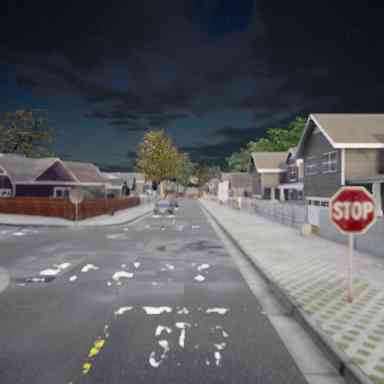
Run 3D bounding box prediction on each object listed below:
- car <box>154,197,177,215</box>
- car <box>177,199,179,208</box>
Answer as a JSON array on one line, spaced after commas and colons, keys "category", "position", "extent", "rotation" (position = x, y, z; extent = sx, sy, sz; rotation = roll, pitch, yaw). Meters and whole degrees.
[{"category": "car", "position": [-2.888, 1.570, 34.734], "extent": [1.812, 1.442, 4.674], "rotation": [0, 0, 0]}, {"category": "car", "position": [-2.899, 1.590, 49.257], "extent": [1.837, 1.490, 4.892], "rotation": [0, 0, 0]}]
